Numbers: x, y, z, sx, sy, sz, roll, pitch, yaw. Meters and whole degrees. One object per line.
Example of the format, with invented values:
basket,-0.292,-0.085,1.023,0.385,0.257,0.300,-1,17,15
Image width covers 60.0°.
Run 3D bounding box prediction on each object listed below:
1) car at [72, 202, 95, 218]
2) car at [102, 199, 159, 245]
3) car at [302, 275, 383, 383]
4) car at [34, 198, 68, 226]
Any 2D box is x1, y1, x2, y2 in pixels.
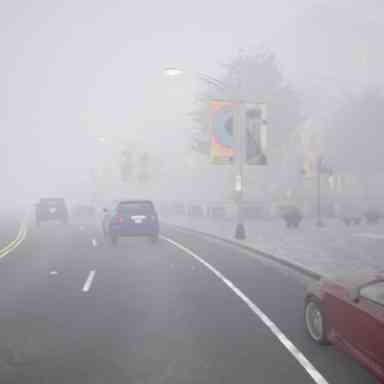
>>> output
car,-11.464,1.815,35.110,1.882,1.535,5.008,0,-1,-25
car,-3.213,1.372,16.854,2.150,2.045,5.566,0,-1,-20
car,2.881,1.534,3.553,2.002,1.452,4.674,0,0,-6
car,-10.956,1.484,25.933,2.150,2.045,5.566,0,-1,-25
